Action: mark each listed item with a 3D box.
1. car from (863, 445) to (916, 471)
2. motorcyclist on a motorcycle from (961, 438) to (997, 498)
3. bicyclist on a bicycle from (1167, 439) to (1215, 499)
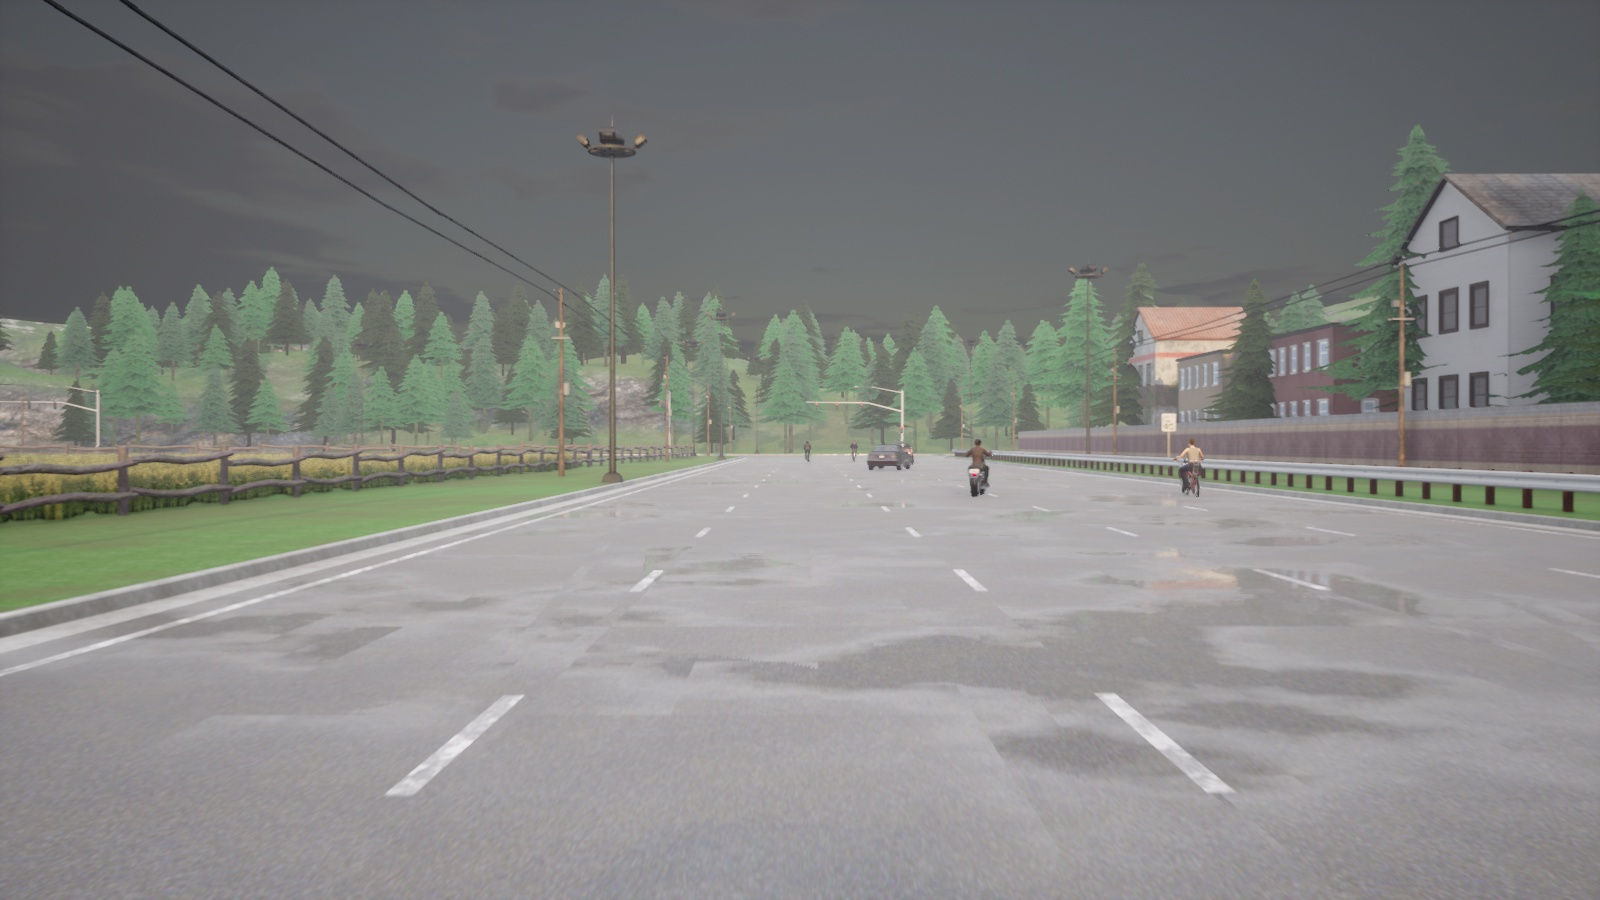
[{"bbox_3d":[5.025,0.404,69.831,2.033,1.411,5.357,0,0,14],"label":"car"},{"bbox_3d":[5.097,0.500,35.664,0.766,1.649,2.350,0,0,14],"label":"motorcyclist on a motorcycle"},{"bbox_3d":[10.708,0.498,34.427,0.866,1.612,1.509,0,0,1],"label":"bicyclist on a bicycle"}]
